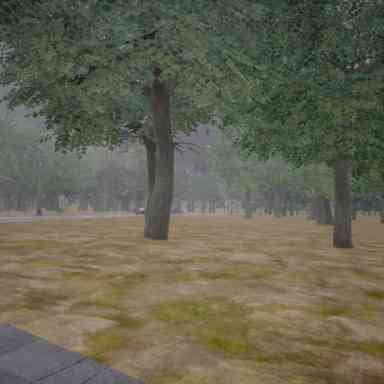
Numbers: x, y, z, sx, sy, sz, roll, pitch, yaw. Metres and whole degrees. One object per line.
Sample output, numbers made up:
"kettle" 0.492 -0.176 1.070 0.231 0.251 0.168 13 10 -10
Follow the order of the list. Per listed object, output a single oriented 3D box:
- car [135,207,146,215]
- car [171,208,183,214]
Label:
"car" -8.510 3.564 61.203 1.812 1.442 4.674 0 -3 29
"car" -3.874 3.968 69.944 2.033 1.411 5.357 0 -3 28
